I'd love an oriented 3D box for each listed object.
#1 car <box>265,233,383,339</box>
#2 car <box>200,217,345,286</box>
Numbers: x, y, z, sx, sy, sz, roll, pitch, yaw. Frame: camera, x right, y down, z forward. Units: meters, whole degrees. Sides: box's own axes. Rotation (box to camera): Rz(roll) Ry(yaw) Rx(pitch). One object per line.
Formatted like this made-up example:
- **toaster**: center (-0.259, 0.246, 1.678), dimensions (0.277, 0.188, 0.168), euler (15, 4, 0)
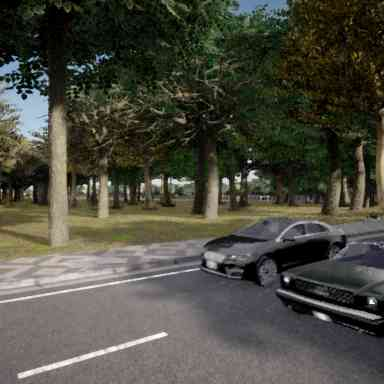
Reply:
- **car**: center (3.790, 1.598, 6.392), dimensions (4.718, 1.301, 1.895), euler (0, 0, -36)
- **car**: center (2.466, 1.489, 9.445), dimensions (4.902, 1.511, 2.128), euler (0, 0, -36)
